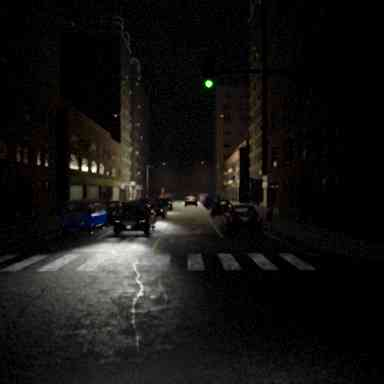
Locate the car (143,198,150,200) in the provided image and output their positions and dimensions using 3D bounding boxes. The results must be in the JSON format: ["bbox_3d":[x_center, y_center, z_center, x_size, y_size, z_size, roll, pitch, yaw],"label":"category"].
[{"bbox_3d":[-5.951,1.533,35.400,1.802,1.307,4.206,0,0,0],"label":"car"}]

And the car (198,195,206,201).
[{"bbox_3d":[2.428,1.416,80.787,1.947,1.339,4.313,0,0,0],"label":"car"}]

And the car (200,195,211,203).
[{"bbox_3d":[2.483,1.326,63.779,1.967,1.590,4.097,0,0,0],"label":"car"}]

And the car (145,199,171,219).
[{"bbox_3d":[-3.161,1.558,28.987,1.895,1.301,4.718,0,0,0],"label":"car"}]

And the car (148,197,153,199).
[{"bbox_3d":[-5.969,1.507,41.068,1.947,1.339,4.313,0,0,0],"label":"car"}]

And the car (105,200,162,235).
[{"bbox_3d":[-3.129,1.465,18.907,2.128,1.511,4.902,0,0,0],"label":"car"}]

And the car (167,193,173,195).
[{"bbox_3d":[-6.079,1.189,75.078,2.192,1.841,5.009,0,0,0],"label":"car"}]

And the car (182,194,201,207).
[{"bbox_3d":[-0.134,1.411,48.392,2.128,1.511,4.902,0,0,0],"label":"car"}]

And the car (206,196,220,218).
[{"bbox_3d":[2.593,1.388,29.763,1.967,1.590,4.097,0,0,0],"label":"car"}]

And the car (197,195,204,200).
[{"bbox_3d":[2.392,1.406,92.125,1.802,1.307,4.206,0,0,0],"label":"car"}]

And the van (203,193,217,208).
[{"bbox_3d":[2.556,1.270,41.101,1.690,1.788,3.998,0,0,0],"label":"van"}]

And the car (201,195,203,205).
[{"bbox_3d":[2.538,1.444,46.940,1.752,1.417,4.829,0,0,0],"label":"car"}]

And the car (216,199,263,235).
[{"bbox_3d":[2.630,1.406,18.425,1.967,1.590,4.097,0,0,0],"label":"car"}]

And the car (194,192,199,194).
[{"bbox_3d":[-0.168,1.251,58.782,2.097,1.767,4.553,0,0,0],"label":"car"}]

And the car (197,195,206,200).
[{"bbox_3d":[2.410,1.389,86.455,2.008,1.369,4.403,0,0,0],"label":"car"}]

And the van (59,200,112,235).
[{"bbox_3d":[-5.896,1.319,18.395,1.690,1.788,3.998,0,0,0],"label":"van"}]

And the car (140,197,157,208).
[{"bbox_3d":[-5.987,1.456,46.566,1.752,1.417,4.829,0,0,0],"label":"car"}]

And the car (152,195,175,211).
[{"bbox_3d":[-3.193,1.445,39.138,1.837,1.490,4.892,0,0,0],"label":"car"}]

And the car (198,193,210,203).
[{"bbox_3d":[2.465,1.189,69.447,2.192,1.841,5.009,0,0,0],"label":"car"}]

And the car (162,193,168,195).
[{"bbox_3d":[-6.041,1.423,63.571,1.752,1.417,4.829,0,0,0],"label":"car"}]
